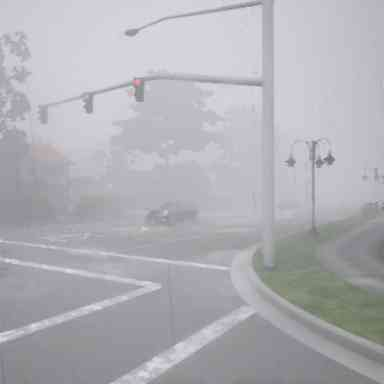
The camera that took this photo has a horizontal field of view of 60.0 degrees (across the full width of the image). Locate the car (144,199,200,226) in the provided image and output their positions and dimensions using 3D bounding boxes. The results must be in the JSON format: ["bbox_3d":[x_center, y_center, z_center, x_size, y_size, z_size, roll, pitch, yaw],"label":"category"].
[{"bbox_3d":[-1.380,1.424,24.110,2.097,1.767,4.553,0,0,35],"label":"car"}]

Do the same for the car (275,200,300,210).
[{"bbox_3d":[12.696,1.674,44.085,1.895,1.301,4.718,0,0,35],"label":"car"}]
